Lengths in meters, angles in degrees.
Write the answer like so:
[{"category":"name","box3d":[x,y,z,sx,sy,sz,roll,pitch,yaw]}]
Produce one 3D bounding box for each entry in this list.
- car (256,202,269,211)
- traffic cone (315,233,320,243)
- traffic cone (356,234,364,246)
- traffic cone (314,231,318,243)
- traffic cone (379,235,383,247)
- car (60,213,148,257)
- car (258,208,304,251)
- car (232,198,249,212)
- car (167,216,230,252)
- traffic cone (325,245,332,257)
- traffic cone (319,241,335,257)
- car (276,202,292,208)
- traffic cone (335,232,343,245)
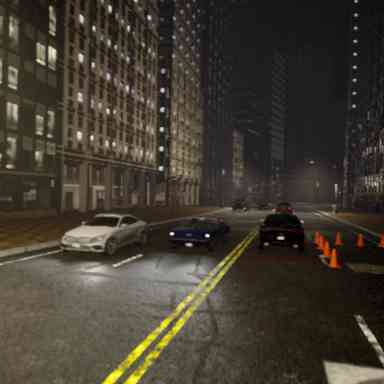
[{"category":"car","box3d":[11.679,2.392,54.972,1.882,1.535,5.008,1,-1,16]},{"category":"traffic cone","box3d":[5.866,2.273,15.051,0.340,0.580,0.340,1,-1,16]},{"category":"traffic cone","box3d":[8.330,2.350,16.437,0.340,0.580,0.340,1,-1,16]},{"category":"traffic cone","box3d":[6.405,2.309,16.976,0.340,0.580,0.340,1,-1,16]},{"category":"traffic cone","box3d":[9.293,2.371,16.167,0.340,0.580,0.340,1,-1,16]},{"category":"car","box3d":[-3.322,1.600,13.603,1.812,1.442,4.674,1,-1,16]},{"category":"car","box3d":[4.275,1.766,15.891,1.882,1.535,5.008,1,-1,16]},{"category":"car","box3d":[7.821,2.021,53.252,2.150,2.045,5.566,1,-1,16]},{"category":"car","box3d":[0.464,1.786,15.081,1.895,1.301,4.718,1,-1,16]},{"category":"traffic cone","box3d":[4.788,2.203,11.199,0.340,0.580,0.340,1,-1,16]},{"category":"traffic cone","box3d":[5.327,2.238,13.126,0.340,0.580,0.340,1,-1,16]},{"category":"car","box3d":[12.425,2.172,45.016,2.097,1.767,4.553,1,-1,16]},{"category":"traffic cone","box3d":[7.367,2.329,16.706,0.340,0.580,0.340,1,-1,16]}]
